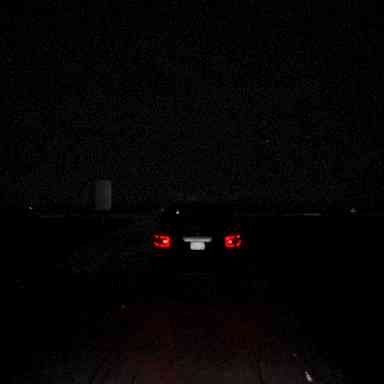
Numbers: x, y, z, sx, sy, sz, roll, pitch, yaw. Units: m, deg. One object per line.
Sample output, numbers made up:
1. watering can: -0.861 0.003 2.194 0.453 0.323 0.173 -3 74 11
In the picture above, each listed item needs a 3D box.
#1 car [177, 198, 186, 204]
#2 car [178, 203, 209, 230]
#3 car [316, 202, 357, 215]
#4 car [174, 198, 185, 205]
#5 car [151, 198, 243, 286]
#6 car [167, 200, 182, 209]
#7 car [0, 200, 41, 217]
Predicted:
1. car: -2.520 2.072 80.610 2.033 1.411 5.357 0 0 0
2. car: -0.007 1.624 23.500 1.882 1.535 5.008 0 0 -3
3. car: 15.950 1.774 36.819 4.181 1.385 1.994 0 -1 0
4. car: -2.553 1.932 68.782 1.882 1.535 5.008 0 -1 0
5. car: 0.125 1.278 9.767 2.150 2.045 5.566 0 -1 0
6. car: -2.689 1.900 51.741 1.994 1.385 4.181 0 0 0
7. car: -17.850 1.641 33.789 4.553 1.767 2.097 0 -1 0
